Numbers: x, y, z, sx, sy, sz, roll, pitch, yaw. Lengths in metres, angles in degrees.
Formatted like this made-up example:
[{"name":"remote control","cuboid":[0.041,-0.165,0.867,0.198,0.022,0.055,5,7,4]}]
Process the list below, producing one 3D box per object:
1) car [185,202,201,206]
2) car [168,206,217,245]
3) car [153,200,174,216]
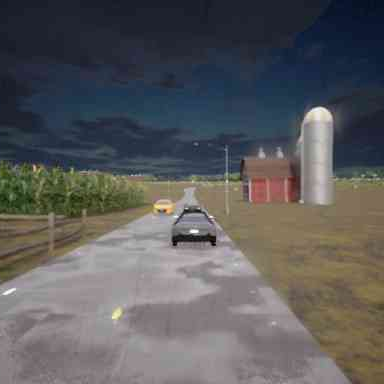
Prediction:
[{"name":"car","cuboid":[0.062,1.698,35.603,1.895,1.301,4.718,0,0,0]},{"name":"car","cuboid":[0.082,1.591,15.668,1.994,1.385,4.181,0,0,0]},{"name":"car","cuboid":[-2.873,1.570,34.380,1.882,1.535,5.008,0,0,0]}]
